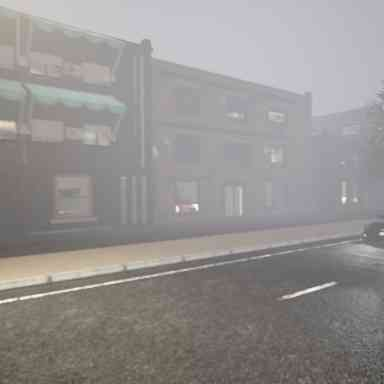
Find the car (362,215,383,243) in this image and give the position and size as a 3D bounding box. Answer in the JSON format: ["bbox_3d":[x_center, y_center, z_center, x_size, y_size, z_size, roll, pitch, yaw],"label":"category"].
[{"bbox_3d":[9.089,1.450,14.158,4.181,1.385,1.994,-1,0,-36],"label":"car"}]
